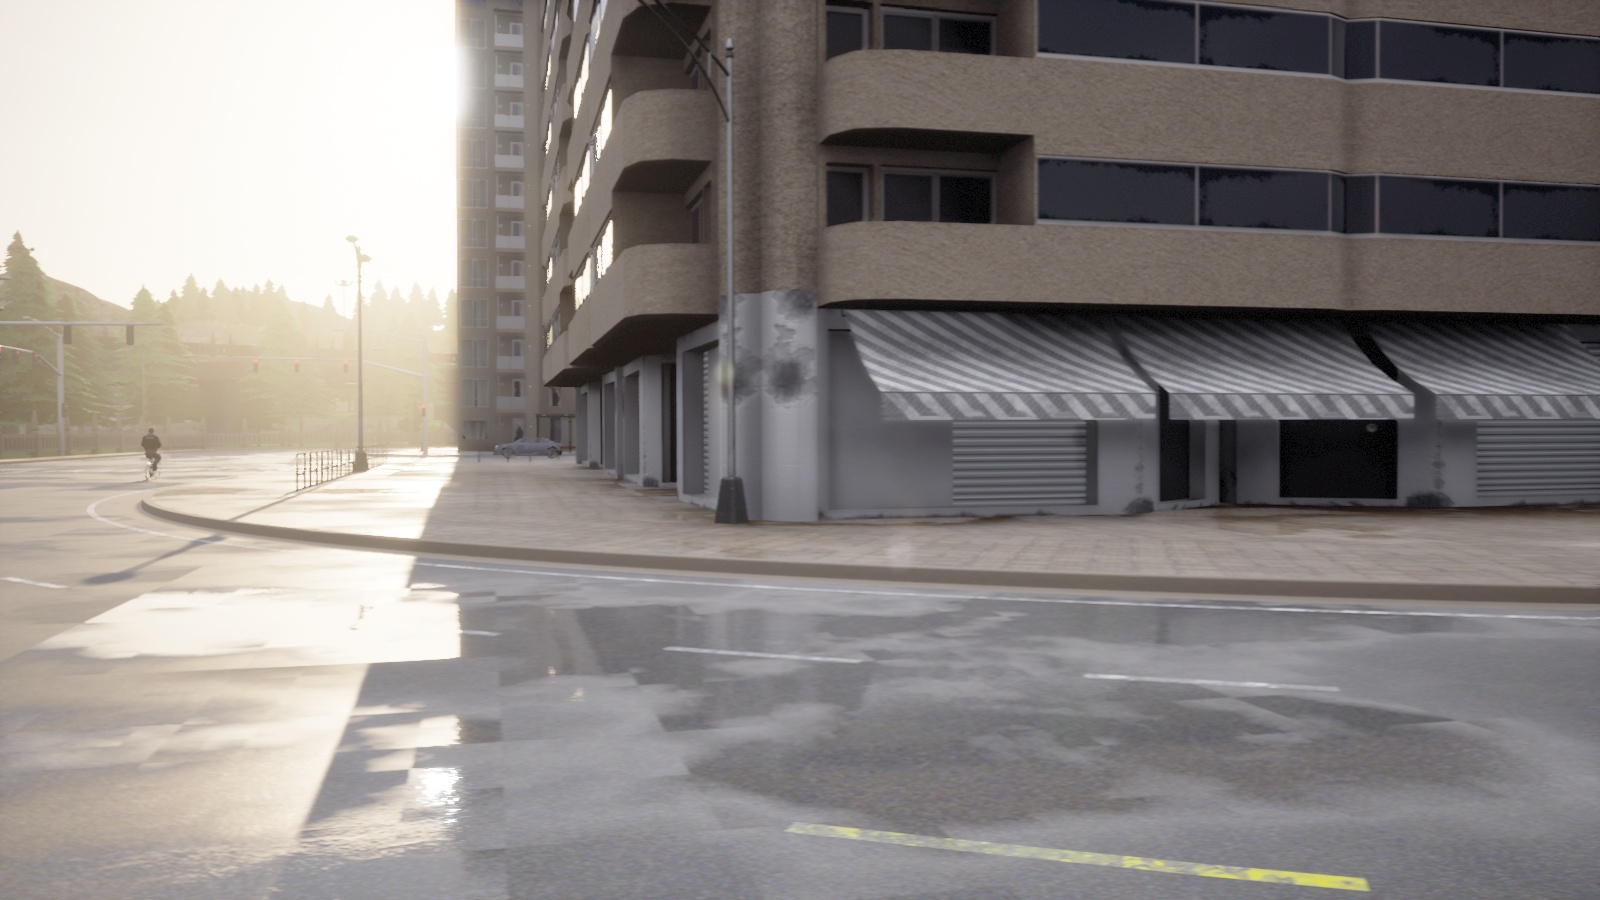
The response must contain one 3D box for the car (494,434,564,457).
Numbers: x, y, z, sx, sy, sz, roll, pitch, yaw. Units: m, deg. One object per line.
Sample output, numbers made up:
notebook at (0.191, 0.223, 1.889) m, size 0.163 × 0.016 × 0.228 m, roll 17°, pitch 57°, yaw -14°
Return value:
car at (-16.796, -0.309, 77.841) m, size 4.181 × 1.385 × 1.994 m, roll 0°, pitch 1°, yaw -14°
